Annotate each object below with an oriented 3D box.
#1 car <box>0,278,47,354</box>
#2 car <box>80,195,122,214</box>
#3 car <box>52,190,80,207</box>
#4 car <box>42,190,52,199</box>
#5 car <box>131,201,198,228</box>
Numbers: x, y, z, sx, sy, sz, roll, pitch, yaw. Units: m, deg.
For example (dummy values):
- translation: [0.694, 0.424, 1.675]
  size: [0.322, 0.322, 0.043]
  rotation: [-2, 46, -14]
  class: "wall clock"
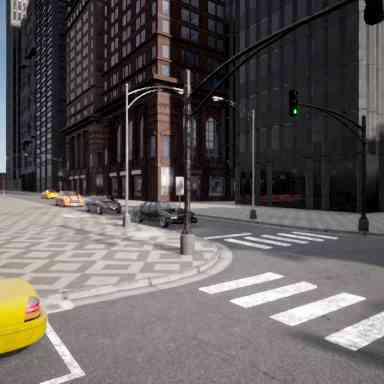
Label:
- translation: [-4.251, 1.525, 3.617]
  size: [4.829, 1.417, 1.752]
  rotation: [0, 0, -35]
  class: "car"
- translation: [-7.578, 1.013, 28.219]
  size: [1.837, 1.490, 4.892]
  rotation: [0, 1, -36]
  class: "car"
- translation: [-13.428, 0.682, 36.355]
  size: [2.097, 1.767, 4.553]
  rotation: [0, 1, -35]
  class: "car"
- translation: [-24.392, 0.423, 57.049]
  size: [1.882, 1.535, 5.008]
  rotation: [0, 1, -36]
  class: "car"
- translation: [-1.863, 1.237, 20.275]
  size: [2.033, 1.411, 5.357]
  rotation: [0, 1, -36]
  class: "car"
